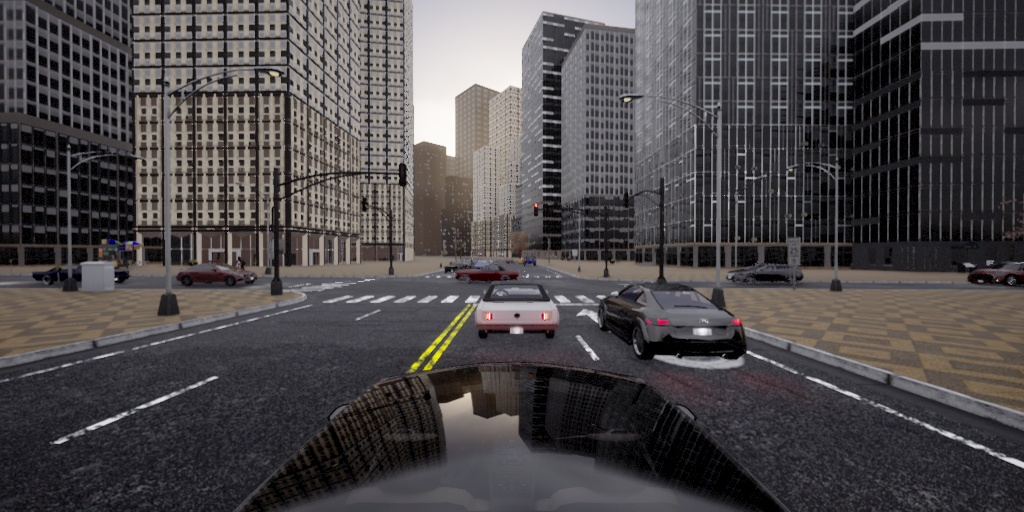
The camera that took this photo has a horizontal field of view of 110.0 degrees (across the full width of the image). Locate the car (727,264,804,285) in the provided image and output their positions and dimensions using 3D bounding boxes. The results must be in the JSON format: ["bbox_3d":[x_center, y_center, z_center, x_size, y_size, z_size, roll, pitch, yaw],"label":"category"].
[{"bbox_3d":[18.402,1.299,26.176,4.902,1.511,2.128,0,0,1],"label":"car"}]

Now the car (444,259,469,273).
[{"bbox_3d":[-6.548,1.305,41.361,1.895,1.301,4.718,0,0,0],"label":"car"}]

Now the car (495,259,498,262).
[{"bbox_3d":[-3.282,1.211,50.032,1.812,1.442,4.674,0,0,0],"label":"car"}]

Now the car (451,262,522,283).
[{"bbox_3d":[-1.819,1.315,26.526,4.718,1.301,1.895,0,0,1],"label":"car"}]

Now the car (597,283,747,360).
[{"bbox_3d":[3.364,1.309,8.361,1.994,1.385,4.181,0,0,0],"label":"car"}]

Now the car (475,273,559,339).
[{"bbox_3d":[0.110,1.345,10.077,1.895,1.301,4.718,0,0,0],"label":"car"}]

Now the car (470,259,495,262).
[{"bbox_3d":[-3.296,1.183,40.688,1.882,1.535,5.008,0,0,0],"label":"car"}]

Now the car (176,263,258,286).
[{"bbox_3d":[-19.456,1.186,23.683,4.674,1.442,1.812,0,1,1],"label":"car"}]

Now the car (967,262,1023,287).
[{"bbox_3d":[35.997,1.239,25.770,4.553,1.767,2.097,0,0,1],"label":"car"}]

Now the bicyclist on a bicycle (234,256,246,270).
[{"bbox_3d":[-24.665,0.860,32.554,0.582,1.620,1.656,0,1,1],"label":"bicyclist on a bicycle"}]

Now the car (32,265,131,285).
[{"bbox_3d":[-28.565,1.218,23.924,4.718,1.301,1.895,0,0,1],"label":"car"}]
